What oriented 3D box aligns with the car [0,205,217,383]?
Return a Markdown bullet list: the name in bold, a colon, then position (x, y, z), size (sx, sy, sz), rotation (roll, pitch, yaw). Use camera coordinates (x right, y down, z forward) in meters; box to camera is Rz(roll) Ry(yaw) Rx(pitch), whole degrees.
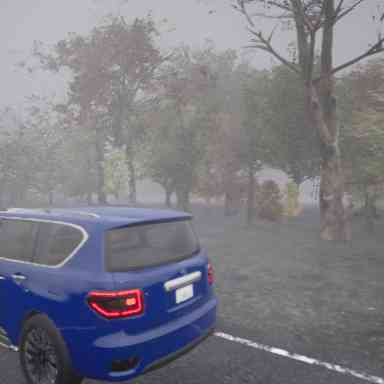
- **car**: position (-2.264, 1.225, 5.316), size (5.566, 2.045, 2.150), rotation (0, 0, 36)
